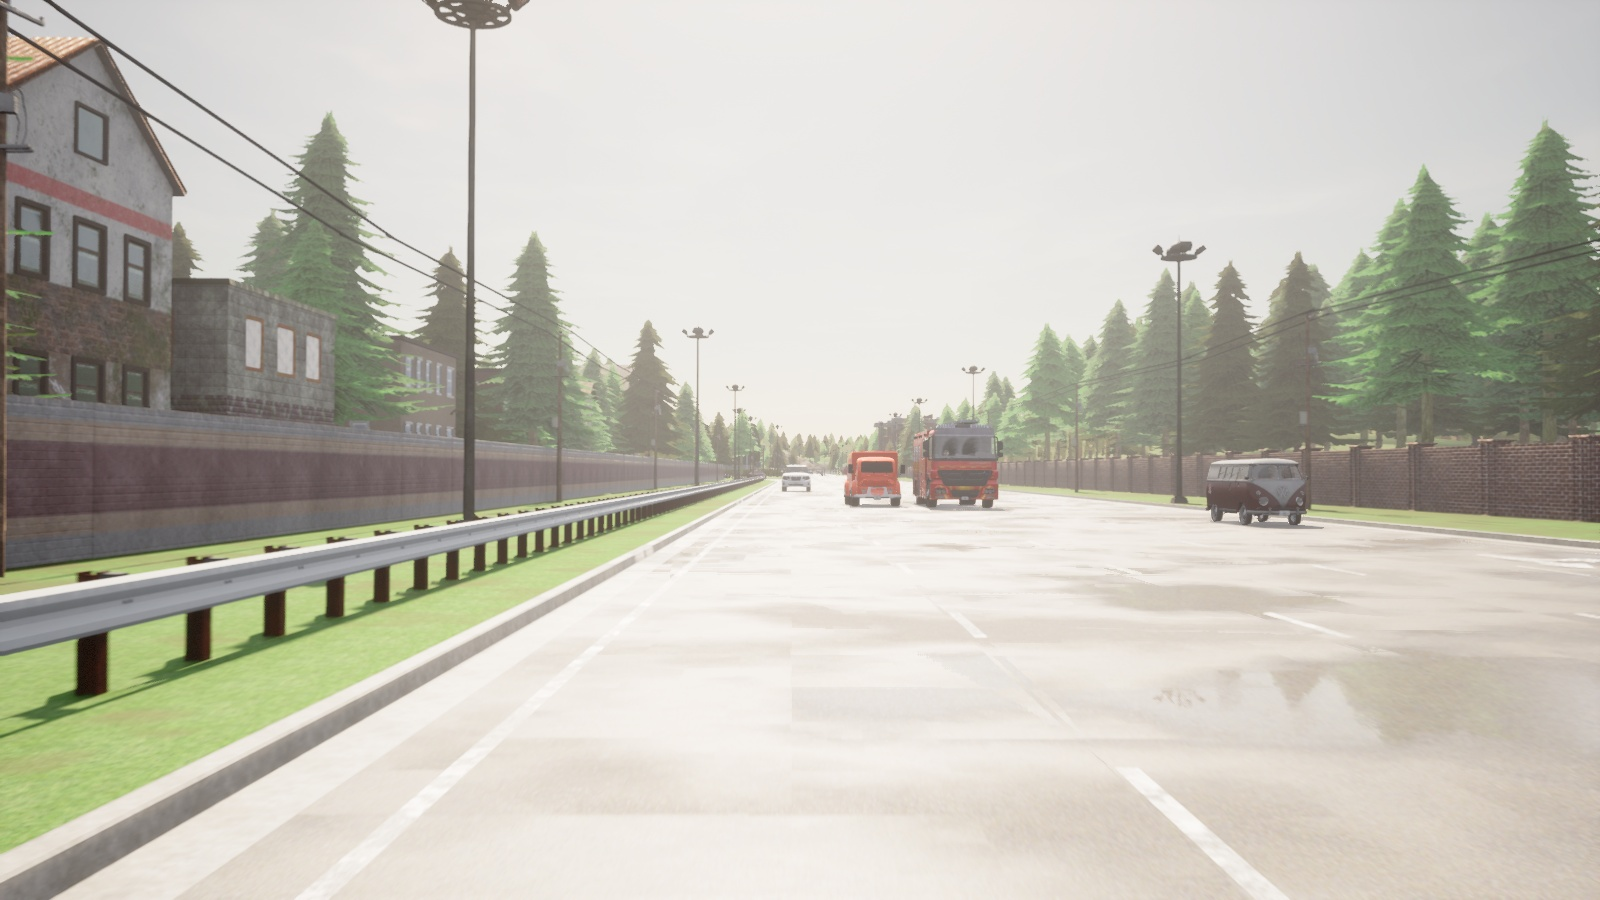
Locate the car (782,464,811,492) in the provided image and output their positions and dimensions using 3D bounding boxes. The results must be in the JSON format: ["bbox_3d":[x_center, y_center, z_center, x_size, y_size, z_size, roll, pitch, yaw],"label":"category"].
[{"bbox_3d":[-0.248,2.139,95.873,2.150,2.045,5.566,0,-1,0],"label":"car"}]

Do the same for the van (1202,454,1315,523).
[{"bbox_3d":[13.907,1.154,38.366,1.775,1.987,4.442,0,-1,0],"label":"van"}]

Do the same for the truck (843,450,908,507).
[{"bbox_3d":[3.360,1.271,57.157,2.627,2.467,5.204,0,-1,0],"label":"truck"}]

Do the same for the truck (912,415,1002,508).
[{"bbox_3d":[6.861,0.562,56.129,2.891,3.827,8.468,0,-1,0],"label":"truck"}]
